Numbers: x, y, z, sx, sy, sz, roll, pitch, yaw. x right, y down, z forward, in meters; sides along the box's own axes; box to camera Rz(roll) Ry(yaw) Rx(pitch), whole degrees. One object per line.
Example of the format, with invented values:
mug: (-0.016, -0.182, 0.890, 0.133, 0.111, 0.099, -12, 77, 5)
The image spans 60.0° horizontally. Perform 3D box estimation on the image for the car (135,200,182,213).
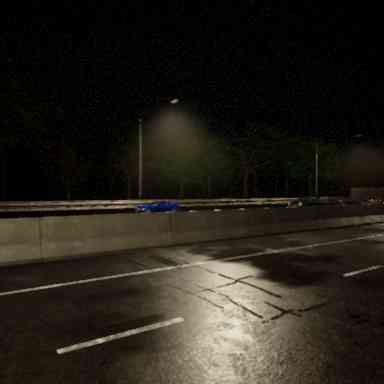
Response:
car: (-3.159, 1.527, 31.818, 4.674, 1.442, 1.812, 0, 0, -35)

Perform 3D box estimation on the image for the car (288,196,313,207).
car: (13.368, 1.355, 39.280, 4.553, 1.767, 2.097, 0, 0, -35)

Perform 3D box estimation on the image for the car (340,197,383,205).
car: (17.557, 1.495, 33.673, 4.902, 1.511, 2.128, 0, 0, -35)

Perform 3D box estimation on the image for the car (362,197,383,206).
car: (30.634, 1.548, 55.782, 4.674, 1.442, 1.812, 0, 0, -35)

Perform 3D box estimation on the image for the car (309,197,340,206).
car: (15.223, 1.568, 36.306, 4.181, 1.385, 1.994, 0, 0, -35)
